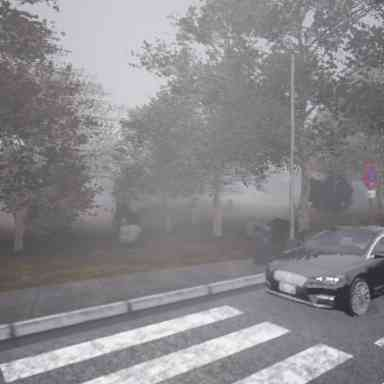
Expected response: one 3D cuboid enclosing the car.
[{"bbox_3d":[3.785,1.574,7.723,4.902,1.511,2.128,1,-1,-36],"label":"car"}]
